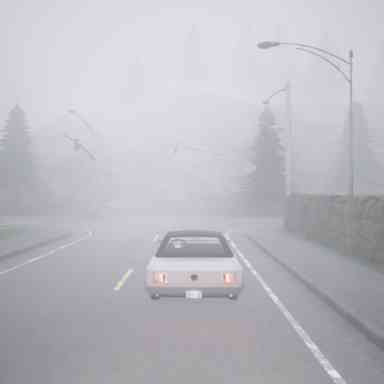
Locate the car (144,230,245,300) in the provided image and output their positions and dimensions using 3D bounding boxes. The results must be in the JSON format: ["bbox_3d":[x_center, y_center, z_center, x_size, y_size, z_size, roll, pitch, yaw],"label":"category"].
[{"bbox_3d":[0.058,1.601,8.353,1.895,1.301,4.718,0,0,0],"label":"car"}]
